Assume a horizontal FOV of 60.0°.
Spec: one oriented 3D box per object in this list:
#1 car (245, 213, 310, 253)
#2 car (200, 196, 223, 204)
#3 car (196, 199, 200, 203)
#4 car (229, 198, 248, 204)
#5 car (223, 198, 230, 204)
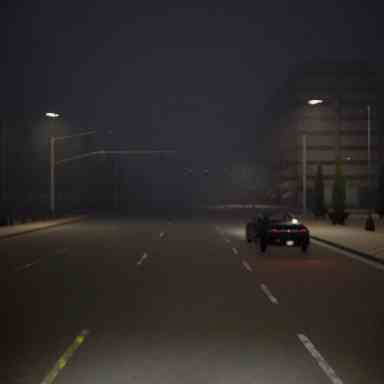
[{"bbox_3d":[3.500,1.627,14.290,2.128,1.511,4.902,0,0,0],"label":"car"},{"bbox_3d":[5.301,2.065,90.179,2.150,2.045,5.566,0,-1,38],"label":"car"},{"bbox_3d":[3.001,2.390,92.878,2.128,1.511,4.902,0,-1,38],"label":"car"},{"bbox_3d":[12.723,2.415,88.046,4.718,1.301,1.895,1,-1,-45],"label":"car"},{"bbox_3d":[9.768,2.316,90.011,5.008,1.535,1.882,1,-1,-45],"label":"car"}]
